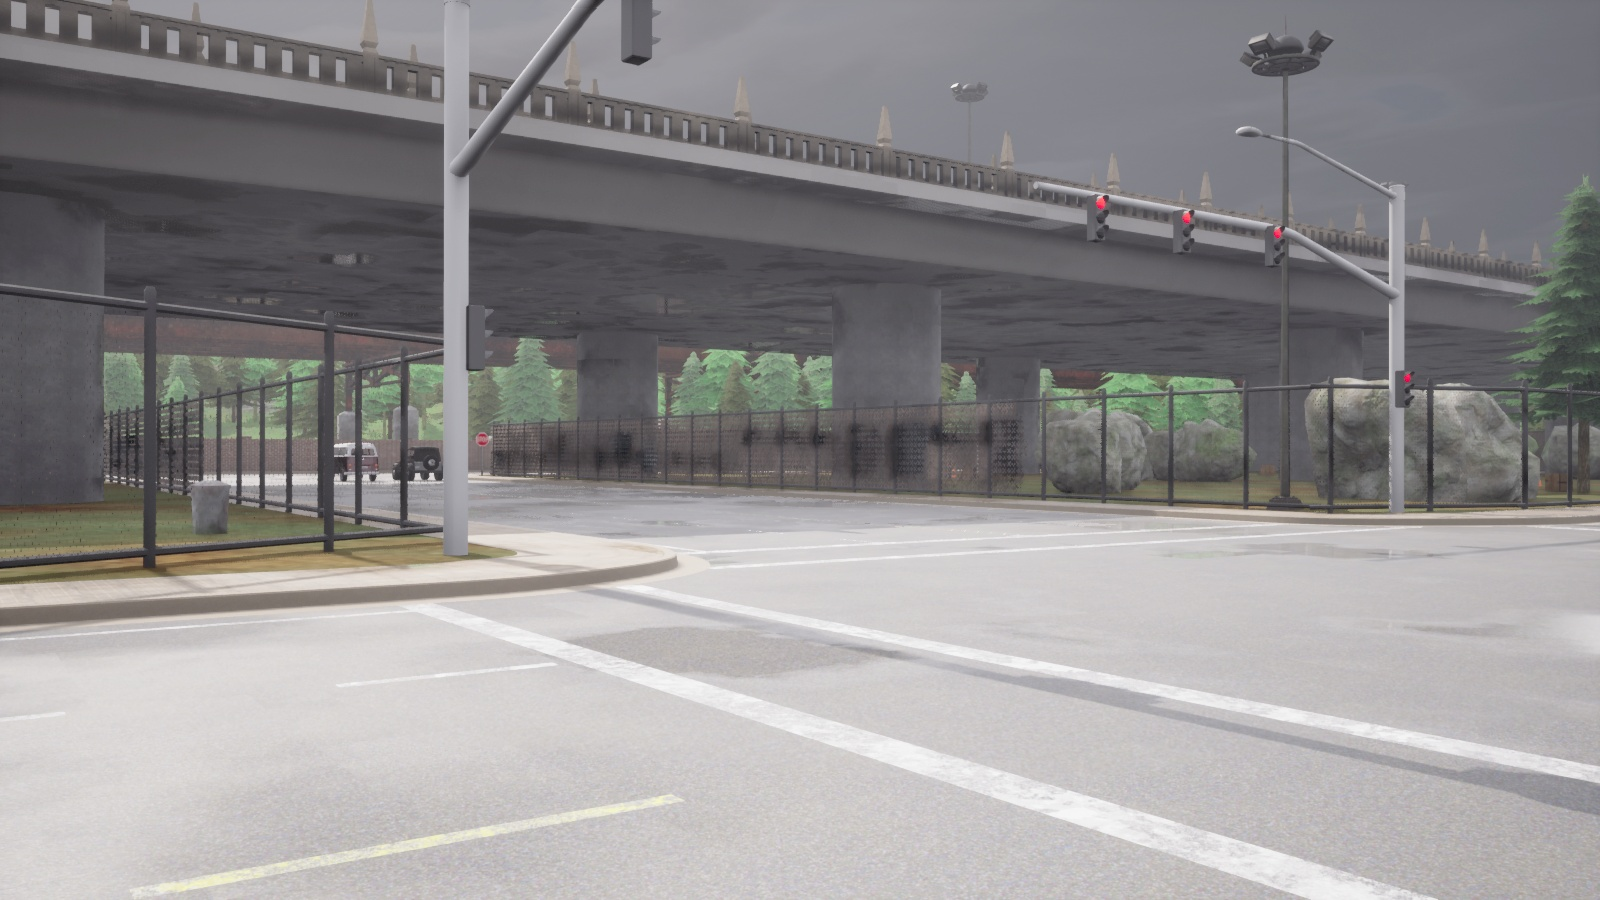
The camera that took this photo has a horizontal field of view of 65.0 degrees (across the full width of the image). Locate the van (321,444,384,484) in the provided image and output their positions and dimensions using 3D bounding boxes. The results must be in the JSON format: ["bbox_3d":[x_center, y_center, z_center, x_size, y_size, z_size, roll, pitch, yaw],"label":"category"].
[{"bbox_3d":[-23.884,0.738,66.922,2.069,2.038,4.480,0,0,-35],"label":"van"}]

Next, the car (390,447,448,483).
[{"bbox_3d":[-20.874,0.809,68.727,1.905,1.878,3.866,0,0,-35],"label":"car"}]
